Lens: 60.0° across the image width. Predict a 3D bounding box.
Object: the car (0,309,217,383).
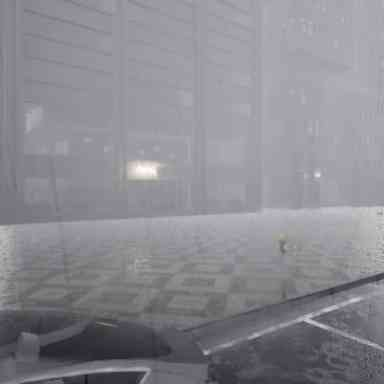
[{"bbox_3d":[-1.786,1.550,1.713,4.313,1.339,1.947,0,0,-35],"label":"car"}]
